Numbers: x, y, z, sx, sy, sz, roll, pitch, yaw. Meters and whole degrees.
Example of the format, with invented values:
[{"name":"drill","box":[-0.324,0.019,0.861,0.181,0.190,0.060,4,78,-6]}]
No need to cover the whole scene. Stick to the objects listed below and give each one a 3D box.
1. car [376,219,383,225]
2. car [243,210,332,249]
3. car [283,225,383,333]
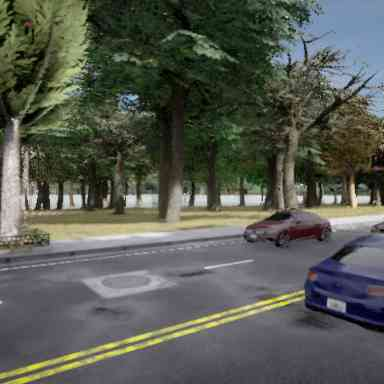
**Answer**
[{"name":"car","box":[9.551,1.590,14.503,4.181,1.385,1.994,0,0,-36]},{"name":"car","box":[4.383,1.543,14.803,4.674,1.442,1.812,0,0,-36]},{"name":"car","box":[4.037,1.534,6.321,4.674,1.442,1.812,0,0,-35]}]
